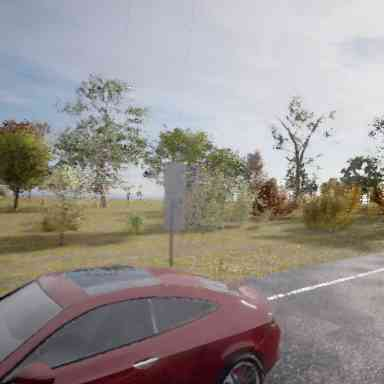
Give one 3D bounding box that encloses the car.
[{"bbox_3d":[-1.092,1.535,3.210,4.674,1.442,1.812,1,-1,-35],"label":"car"}]
